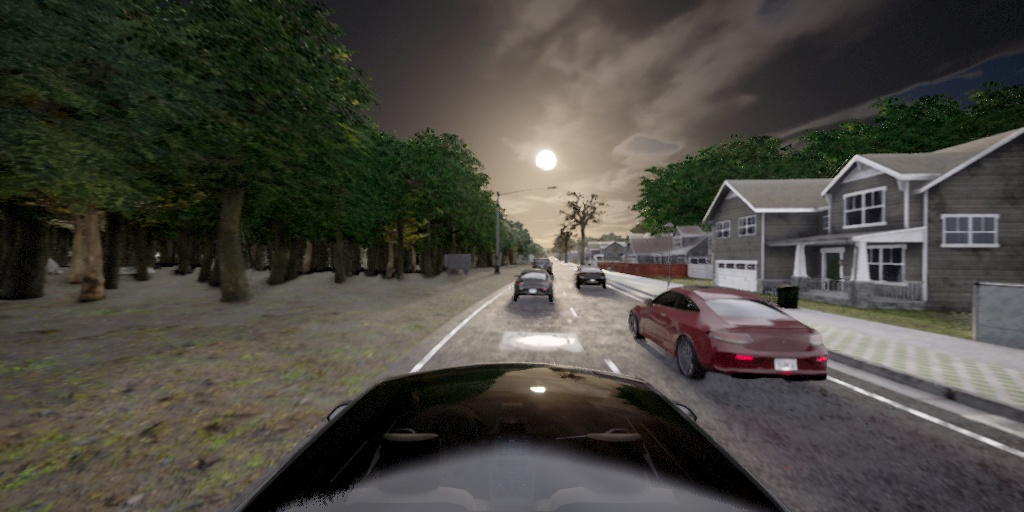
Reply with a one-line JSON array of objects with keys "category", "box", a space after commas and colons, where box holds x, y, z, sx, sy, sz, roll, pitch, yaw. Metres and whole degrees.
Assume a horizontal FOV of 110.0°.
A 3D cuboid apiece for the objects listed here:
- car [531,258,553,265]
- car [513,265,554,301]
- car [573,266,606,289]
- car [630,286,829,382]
[{"category": "car", "box": [3.242, 1.255, 38.765, 2.150, 2.045, 5.566, 0, -1, 6]}, {"category": "car", "box": [1.104, 1.360, 17.790, 1.812, 1.442, 4.674, 0, 0, 5]}, {"category": "car", "box": [5.341, 1.413, 25.093, 1.882, 1.535, 5.008, 0, 0, 6]}, {"category": "car", "box": [3.800, 1.313, 7.155, 1.812, 1.442, 4.674, 0, 0, 2]}]
